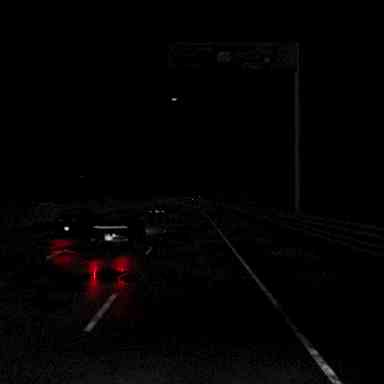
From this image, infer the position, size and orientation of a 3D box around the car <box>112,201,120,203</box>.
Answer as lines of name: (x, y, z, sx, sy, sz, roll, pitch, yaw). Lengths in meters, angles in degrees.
car: (-17.562, 2.791, 76.474, 1.837, 1.490, 4.892, 0, -1, 0)

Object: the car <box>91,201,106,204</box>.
car: (-21.062, 2.769, 76.472, 1.882, 1.535, 5.008, 0, -1, 0)

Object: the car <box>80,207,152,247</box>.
car: (-3.412, 1.696, 16.057, 2.128, 1.511, 4.902, 0, -1, 0)

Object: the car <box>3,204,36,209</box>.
car: (-17.622, 2.035, 35.234, 1.994, 1.385, 4.181, 0, -1, 0)

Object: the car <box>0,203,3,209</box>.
car: (-21.121, 1.978, 35.407, 1.837, 1.490, 4.892, 0, -1, 0)

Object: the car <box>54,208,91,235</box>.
car: (-6.917, 1.770, 20.766, 1.837, 1.490, 4.892, 0, 0, 0)

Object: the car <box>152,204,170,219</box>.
car: (-3.430, 2.014, 34.991, 2.033, 1.411, 5.357, 0, -1, 0)

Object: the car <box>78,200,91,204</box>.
car: (-24.562, 2.647, 76.502, 2.097, 1.767, 4.553, 0, -1, 0)
